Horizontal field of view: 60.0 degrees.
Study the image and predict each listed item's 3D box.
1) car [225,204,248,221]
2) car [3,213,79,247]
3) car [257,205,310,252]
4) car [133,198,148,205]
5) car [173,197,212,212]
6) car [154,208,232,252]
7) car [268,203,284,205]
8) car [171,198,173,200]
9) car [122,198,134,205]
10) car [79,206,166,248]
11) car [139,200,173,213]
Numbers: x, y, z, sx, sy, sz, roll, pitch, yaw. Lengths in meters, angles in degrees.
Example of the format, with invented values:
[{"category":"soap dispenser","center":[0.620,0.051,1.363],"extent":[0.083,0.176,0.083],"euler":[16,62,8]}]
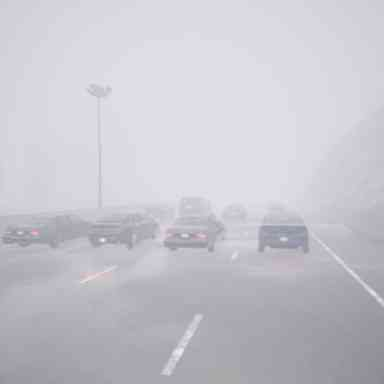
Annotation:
[{"category":"car","center":[3.834,1.732,29.444],"extent":[1.994,1.385,4.181],"euler":[-1,0,13]},{"category":"car","center":[-6.496,1.752,16.177],"extent":[2.033,1.411,5.357],"euler":[-1,0,13]},{"category":"car","center":[3.838,1.533,14.241],"extent":[1.882,1.535,5.008],"euler":[-1,0,13]},{"category":"car","center":[-10.714,2.281,74.414],"extent":[1.895,1.301,4.718],"euler":[-1,0,13]},{"category":"car","center":[0.363,1.433,30.006],"extent":[2.150,2.045,5.566],"euler":[-1,0,13]},{"category":"car","center":[0.315,1.651,14.567],"extent":[2.033,1.411,5.357],"euler":[-1,0,13]},{"category":"car","center":[7.265,1.643,28.744],"extent":[1.812,1.442,4.674],"euler":[-1,0,13]},{"category":"car","center":[-3.896,2.109,72.834],"extent":[1.812,1.442,4.674],"euler":[-1,0,13]},{"category":"car","center":[-14.109,2.091,75.279],"extent":[2.097,1.767,4.553],"euler":[-1,0,13]},{"category":"car","center":[-3.015,1.663,15.680],"extent":[1.837,1.490,4.892],"euler":[-1,0,13]},{"category":"car","center":[-2.972,1.776,31.079],"extent":[1.837,1.490,4.892],"euler":[-1,0,13]}]
